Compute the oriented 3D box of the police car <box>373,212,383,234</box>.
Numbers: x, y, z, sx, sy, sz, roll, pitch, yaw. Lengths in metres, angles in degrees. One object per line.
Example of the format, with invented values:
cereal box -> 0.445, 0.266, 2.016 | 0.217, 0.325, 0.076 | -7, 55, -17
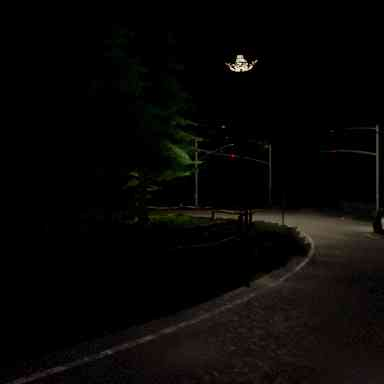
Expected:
police car -> 10.582, 1.504, 16.319 | 2.038, 1.542, 4.974 | 0, 0, 11
